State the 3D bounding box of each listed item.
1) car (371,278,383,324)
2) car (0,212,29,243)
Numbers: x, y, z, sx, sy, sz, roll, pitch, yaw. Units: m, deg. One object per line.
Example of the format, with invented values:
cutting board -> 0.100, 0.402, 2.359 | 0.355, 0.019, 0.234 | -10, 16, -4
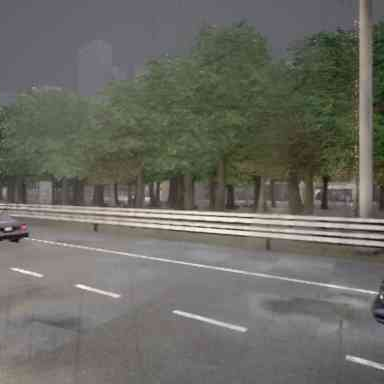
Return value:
car -> 5.422, 1.547, 4.300 | 5.357, 1.411, 2.033 | 0, 0, 36
car -> -9.434, 1.547, 14.905 | 5.357, 1.411, 2.033 | 0, 0, 36
